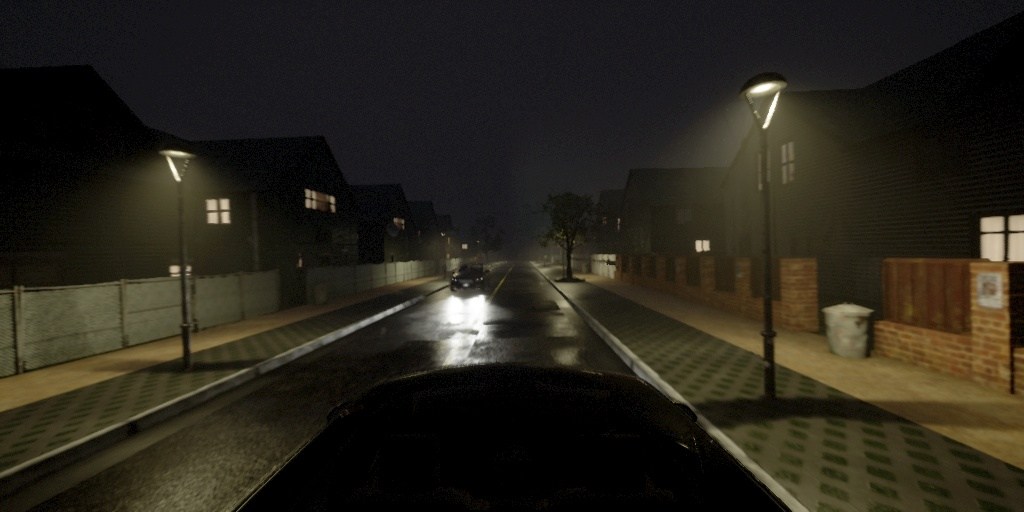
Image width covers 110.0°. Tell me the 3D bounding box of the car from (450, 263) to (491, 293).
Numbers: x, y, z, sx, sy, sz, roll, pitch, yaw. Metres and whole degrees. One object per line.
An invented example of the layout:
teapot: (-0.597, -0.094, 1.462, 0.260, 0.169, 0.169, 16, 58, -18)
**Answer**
car: (-2.244, 1.165, 20.334, 2.128, 1.511, 4.902, -2, 0, 1)
